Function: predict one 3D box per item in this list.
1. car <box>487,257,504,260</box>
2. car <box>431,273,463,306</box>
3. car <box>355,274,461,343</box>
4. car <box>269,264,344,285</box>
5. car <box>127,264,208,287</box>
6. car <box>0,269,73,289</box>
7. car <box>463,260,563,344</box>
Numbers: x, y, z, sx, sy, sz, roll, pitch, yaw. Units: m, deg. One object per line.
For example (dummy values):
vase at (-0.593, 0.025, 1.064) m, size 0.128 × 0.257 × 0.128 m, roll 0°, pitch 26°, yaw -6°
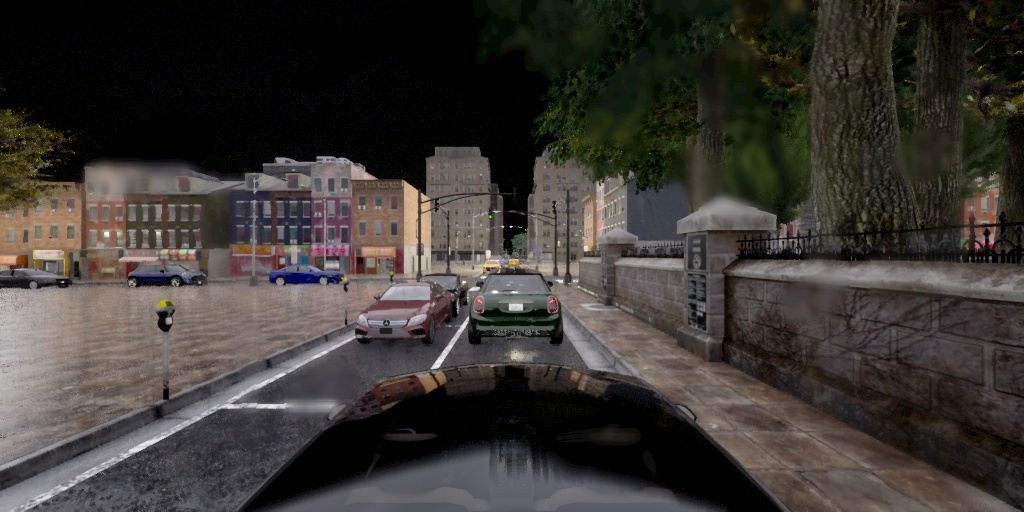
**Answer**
car at (-2.275, 1.220, 41.529) m, size 1.882 × 1.535 × 5.008 m, roll 0°, pitch 0°, yaw 1°
car at (-2.638, 1.315, 13.262) m, size 1.948 × 1.339 × 4.313 m, roll 0°, pitch 0°, yaw 0°
car at (-2.638, 1.332, 9.600) m, size 1.802 × 1.307 × 4.207 m, roll 0°, pitch 0°, yaw 0°
car at (-14.888, 1.373, 26.160) m, size 5.008 × 1.535 × 1.882 m, roll -1°, pitch 0°, yaw 0°
car at (-24.965, 1.378, 26.128) m, size 4.553 × 1.767 × 2.097 m, roll -1°, pitch 0°, yaw 0°
car at (-35.133, 1.694, 26.103) m, size 4.892 × 1.490 × 1.837 m, roll -1°, pitch 0°, yaw 0°
car at (0.074, 1.102, 9.721) m, size 2.097 × 1.767 × 4.553 m, roll 0°, pitch 0°, yaw 0°
